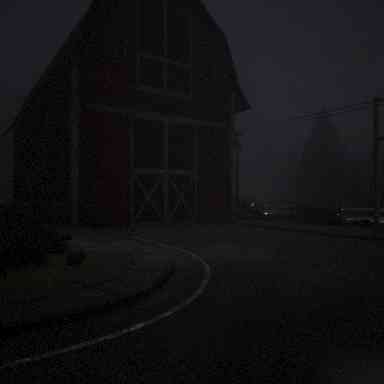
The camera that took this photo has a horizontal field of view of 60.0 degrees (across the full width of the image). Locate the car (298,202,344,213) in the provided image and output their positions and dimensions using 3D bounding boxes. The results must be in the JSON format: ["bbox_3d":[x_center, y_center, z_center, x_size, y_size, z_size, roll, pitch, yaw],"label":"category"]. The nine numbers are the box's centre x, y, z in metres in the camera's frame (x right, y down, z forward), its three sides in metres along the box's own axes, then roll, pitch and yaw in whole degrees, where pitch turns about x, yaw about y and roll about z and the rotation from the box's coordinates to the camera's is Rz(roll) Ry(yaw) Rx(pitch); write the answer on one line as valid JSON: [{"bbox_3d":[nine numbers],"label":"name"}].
[{"bbox_3d":[11.246,1.628,30.182,1.895,1.301,4.718,0,0,-34],"label":"car"}]

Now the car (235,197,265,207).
[{"bbox_3d":[6.142,1.379,37.624,2.097,1.767,4.553,0,0,-34],"label":"car"}]
